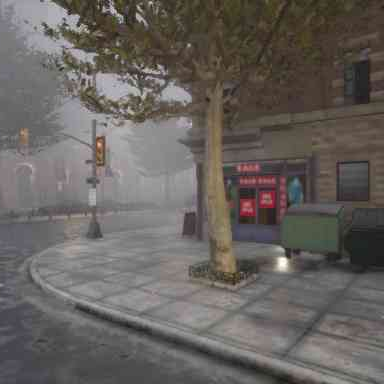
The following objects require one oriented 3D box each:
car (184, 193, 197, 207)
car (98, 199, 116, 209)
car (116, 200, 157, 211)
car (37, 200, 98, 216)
[{"bbox_3d":[1.038,1.222,51.693,2.150,2.045,5.566,0,0,36],"label":"car"},{"bbox_3d":[-12.005,1.595,45.138,1.895,1.301,4.718,0,0,36],"label":"car"},{"bbox_3d":[-6.608,1.601,41.251,1.895,1.301,4.718,0,0,36],"label":"car"},{"bbox_3d":[-12.510,1.547,33.172,2.033,1.411,5.357,0,0,36],"label":"car"}]
